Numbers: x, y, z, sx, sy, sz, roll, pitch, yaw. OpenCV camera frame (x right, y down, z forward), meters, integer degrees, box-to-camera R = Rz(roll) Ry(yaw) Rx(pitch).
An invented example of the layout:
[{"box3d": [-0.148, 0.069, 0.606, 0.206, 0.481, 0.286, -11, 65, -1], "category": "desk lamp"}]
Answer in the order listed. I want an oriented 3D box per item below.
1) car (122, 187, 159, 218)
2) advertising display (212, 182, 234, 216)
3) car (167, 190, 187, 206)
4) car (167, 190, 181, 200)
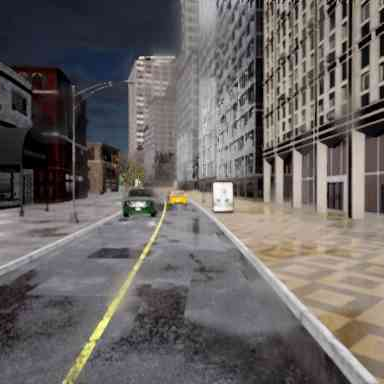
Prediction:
[{"box3d": [-3.580, 0.684, 23.988, 2.150, 2.045, 5.566, 0, 1, -3], "category": "car"}, {"box3d": [2.271, 0.484, 24.386, 1.540, 2.440, 0.280, -1, 0, -3], "category": "advertising display"}, {"box3d": [-1.541, 0.648, 36.978, 1.882, 1.535, 5.008, 0, 1, -4], "category": "car"}, {"box3d": [-2.690, 0.414, 49.399, 1.812, 1.442, 4.674, 0, 1, -6], "category": "car"}]
